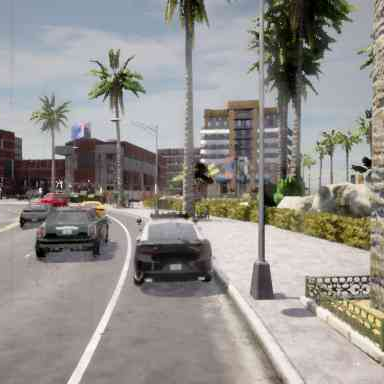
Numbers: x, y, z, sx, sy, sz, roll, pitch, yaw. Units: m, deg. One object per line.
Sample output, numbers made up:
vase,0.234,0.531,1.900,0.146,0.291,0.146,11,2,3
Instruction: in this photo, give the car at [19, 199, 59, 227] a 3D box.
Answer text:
car,-10.427,1.485,22.646,2.128,1.511,4.902,0,0,-19

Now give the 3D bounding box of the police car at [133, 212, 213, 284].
police car,-0.678,1.424,9.770,1.930,1.638,5.238,0,0,-7

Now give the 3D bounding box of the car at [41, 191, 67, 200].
car,-18.224,1.207,43.523,2.150,2.045,5.566,0,0,-42

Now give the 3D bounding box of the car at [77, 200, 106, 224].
car,-7.942,1.472,26.035,1.882,1.535,5.008,0,0,-20

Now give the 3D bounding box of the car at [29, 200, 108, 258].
car,-4.494,1.349,13.057,2.097,1.767,4.553,0,0,-10

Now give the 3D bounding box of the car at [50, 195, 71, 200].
car,-34.237,1.392,86.688,4.674,1.452,2.002,0,0,10
